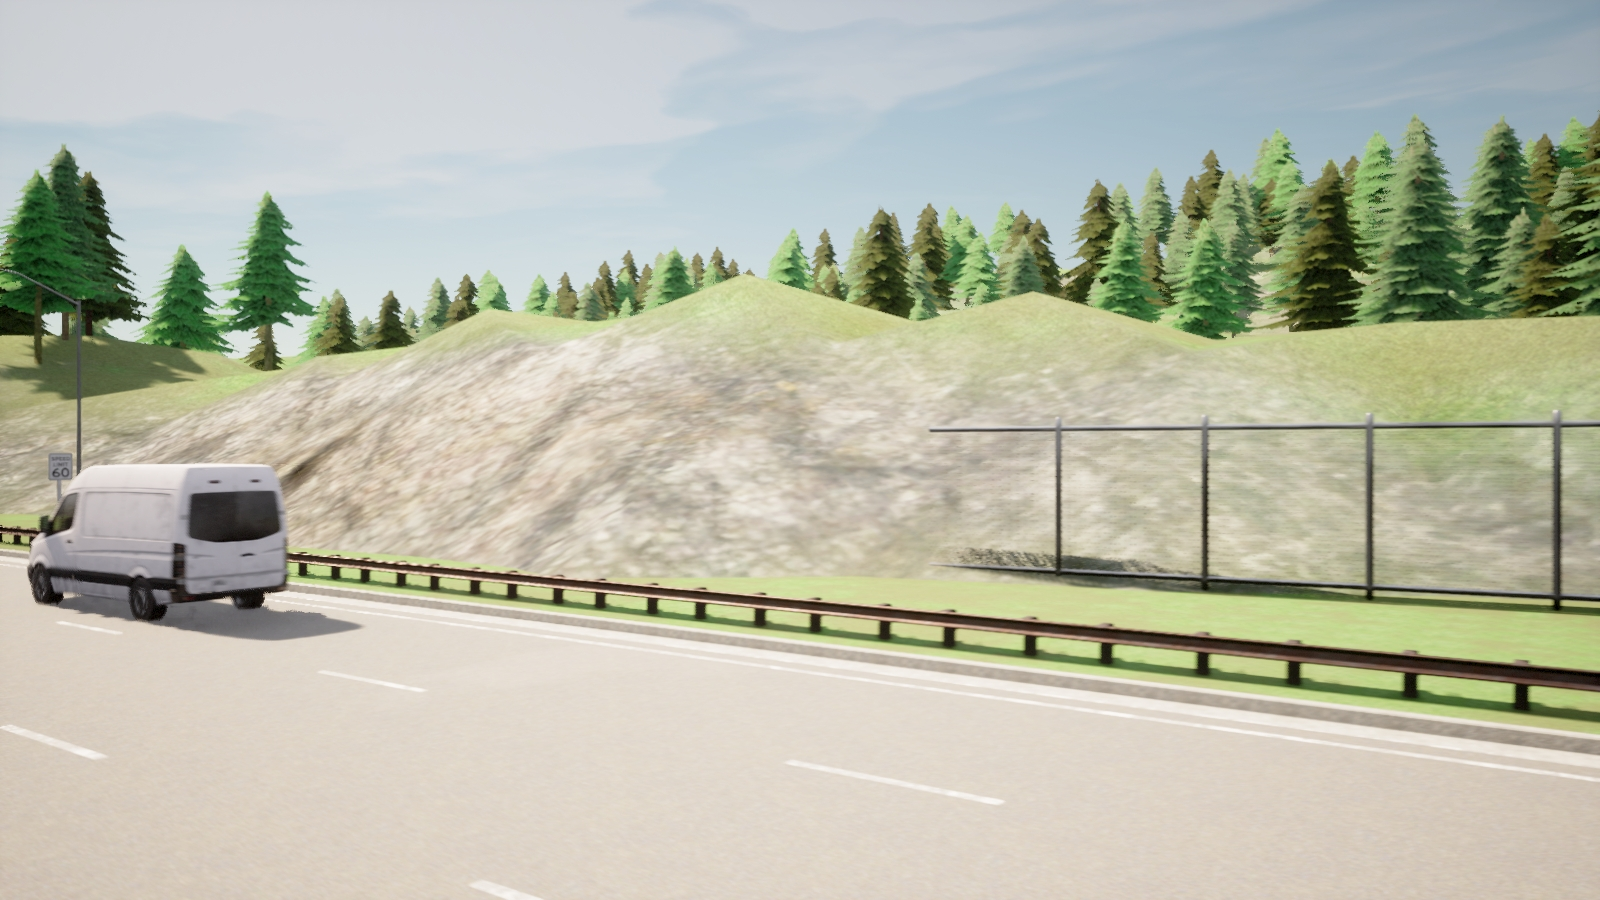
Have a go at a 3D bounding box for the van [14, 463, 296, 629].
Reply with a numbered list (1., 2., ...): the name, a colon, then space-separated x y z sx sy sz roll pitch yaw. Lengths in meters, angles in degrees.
1. van: -11.637 1.534 20.418 5.915 2.561 1.988 0 0 35
